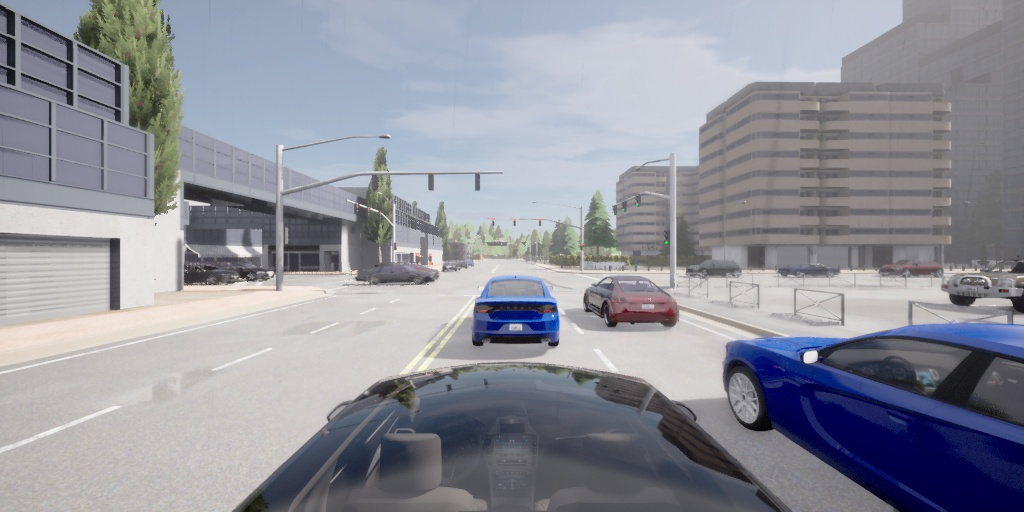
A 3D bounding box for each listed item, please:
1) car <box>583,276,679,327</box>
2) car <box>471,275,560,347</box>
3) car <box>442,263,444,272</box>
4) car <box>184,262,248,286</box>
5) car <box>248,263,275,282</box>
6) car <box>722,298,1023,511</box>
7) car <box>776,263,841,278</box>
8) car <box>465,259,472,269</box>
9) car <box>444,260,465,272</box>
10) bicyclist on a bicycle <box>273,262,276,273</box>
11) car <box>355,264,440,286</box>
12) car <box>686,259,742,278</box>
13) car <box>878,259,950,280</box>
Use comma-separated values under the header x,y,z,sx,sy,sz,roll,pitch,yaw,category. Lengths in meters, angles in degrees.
x,y,z,sx,sy,sz,roll,pitch,yaw,category
3.602,1.314,11.541,1.994,1.385,4.181,0,0,0,car
0.093,1.228,9.408,1.882,1.535,5.008,0,0,0,car
-7.873,1.314,28.536,4.181,1.385,1.994,0,0,-3,car
-21.503,1.255,24.696,4.892,1.490,1.837,0,0,-1,car
-21.435,1.240,28.197,4.902,1.511,2.128,0,0,-1,car
3.603,1.228,2.557,1.882,1.535,5.008,0,0,0,car
27.671,1.351,33.562,4.718,1.301,1.895,0,0,-1,car
-7.991,1.314,56.761,1.994,1.385,4.181,0,0,-1,car
-7.851,1.241,46.801,2.128,1.511,4.902,0,0,0,car
-25.843,1.053,39.622,0.582,1.620,1.656,0,0,-1,bicyclist on a bicycle
-8.005,1.298,25.015,5.357,1.411,2.033,0,0,-3,car
18.684,1.102,33.376,4.553,1.767,2.097,0,0,-1,car
37.467,1.102,33.749,4.553,1.767,2.097,0,0,-1,car
